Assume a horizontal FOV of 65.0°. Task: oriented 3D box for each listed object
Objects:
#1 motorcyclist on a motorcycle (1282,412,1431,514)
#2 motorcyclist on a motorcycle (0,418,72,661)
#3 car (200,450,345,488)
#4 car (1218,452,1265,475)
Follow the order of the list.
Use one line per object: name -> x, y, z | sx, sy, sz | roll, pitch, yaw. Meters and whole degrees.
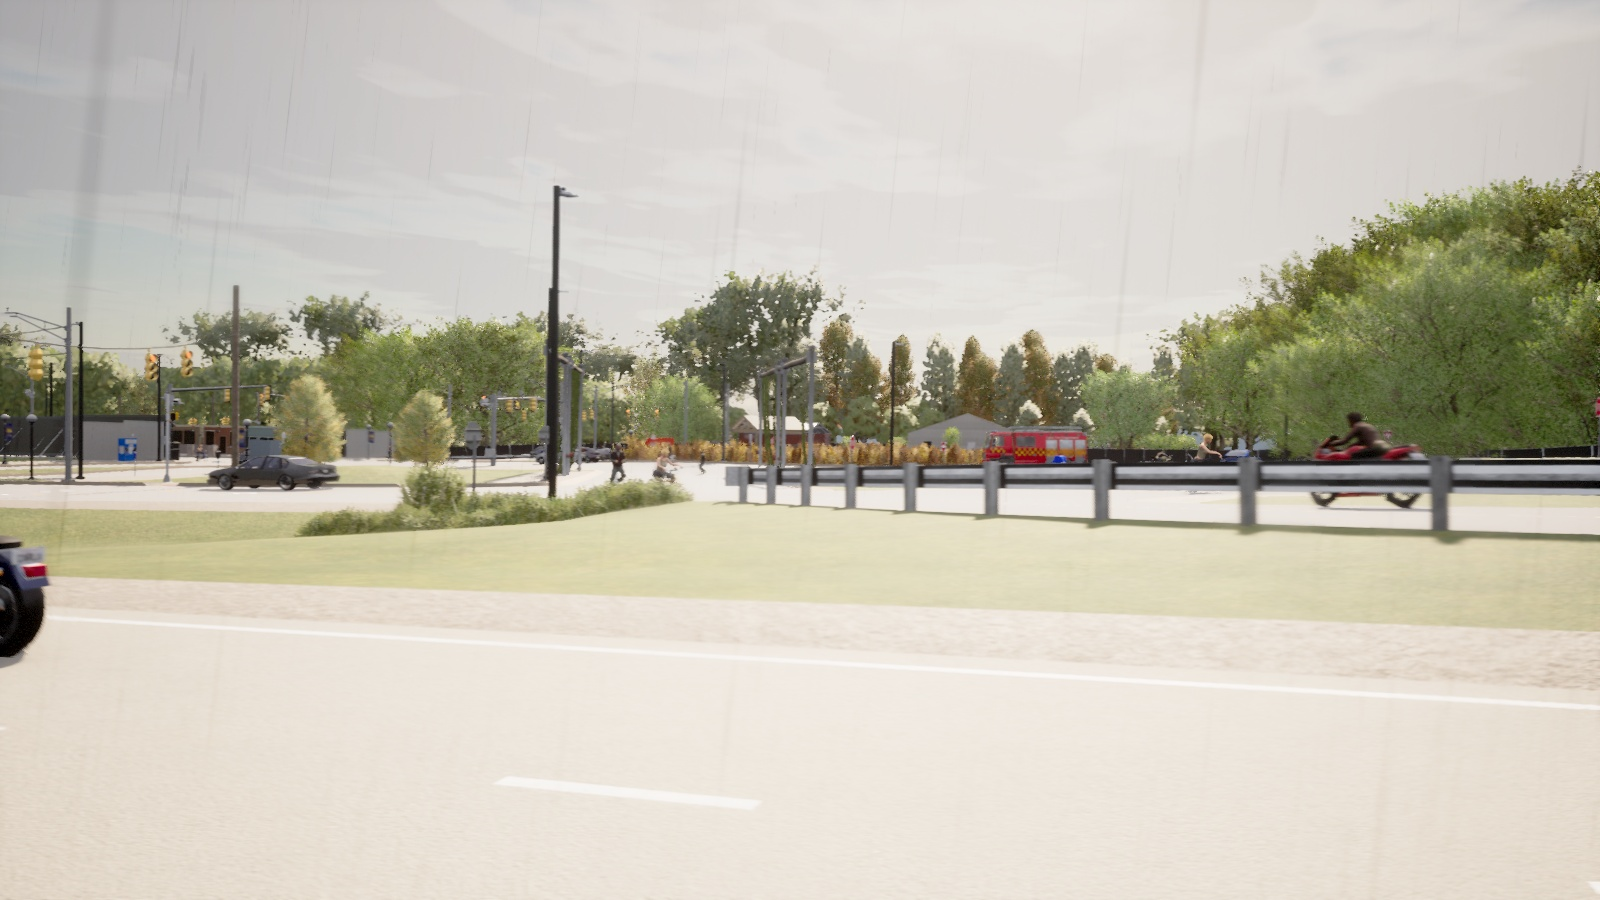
motorcyclist on a motorcycle -> 8.690, 0.221, 19.708 | 0.797, 1.523, 2.044 | 1, -2, -30
motorcyclist on a motorcycle -> -6.495, 0.600, 9.071 | 2.350, 1.649, 0.766 | 0, 1, 19
car -> -21.351, 0.744, 50.858 | 5.357, 1.411, 2.033 | 0, 1, 18
car -> 31.391, 0.957, 89.271 | 1.882, 1.535, 5.008 | 1, 1, 35
